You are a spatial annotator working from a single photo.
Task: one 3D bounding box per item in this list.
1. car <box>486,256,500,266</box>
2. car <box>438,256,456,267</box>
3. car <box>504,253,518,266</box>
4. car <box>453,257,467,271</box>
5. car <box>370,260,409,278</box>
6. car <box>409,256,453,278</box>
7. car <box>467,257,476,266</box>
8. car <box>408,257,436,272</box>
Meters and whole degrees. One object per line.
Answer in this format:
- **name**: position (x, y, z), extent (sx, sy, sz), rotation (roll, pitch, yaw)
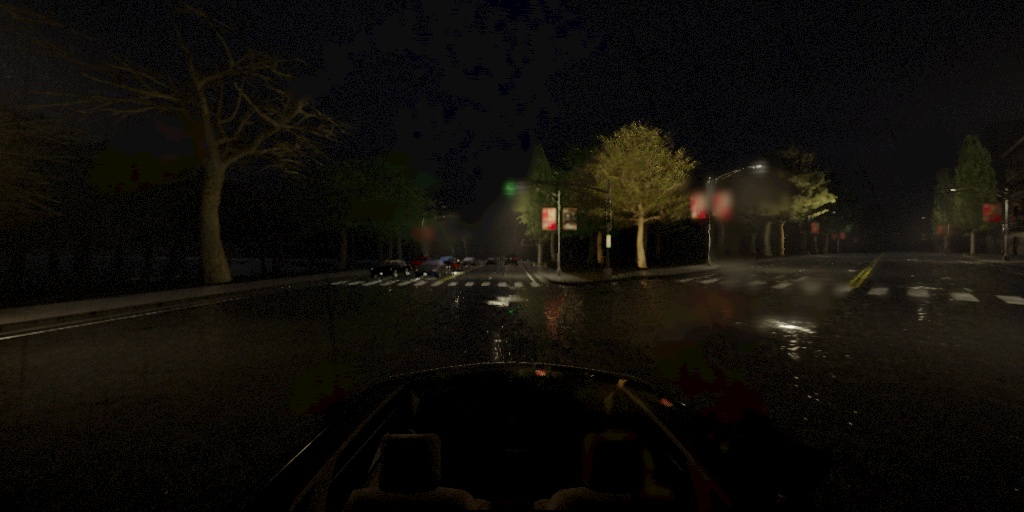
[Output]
- **car**: position (-3.425, 0.894, 60.798), extent (2.033, 1.411, 5.357), rotation (0, 0, 0)
- **car**: position (-9.927, 0.789, 55.016), extent (1.882, 1.535, 5.008), rotation (0, 0, 0)
- **car**: position (-0.173, 0.593, 60.837), extent (2.150, 2.045, 5.566), rotation (0, 0, 0)
- **car**: position (-6.660, 0.951, 40.489), extent (1.994, 1.385, 4.181), rotation (0, 0, 0)
- **car**: position (-9.873, 1.023, 29.352), extent (1.895, 1.301, 4.718), rotation (0, 0, 0)
- **car**: position (-6.620, 0.990, 30.104), extent (2.033, 1.411, 5.357), rotation (0, 0, 0)
- **car**: position (-6.668, 0.880, 56.454), extent (2.033, 1.411, 5.357), rotation (0, 0, 0)
- **car**: position (-9.907, 0.842, 39.949), extent (1.882, 1.535, 5.008), rotation (0, 0, 0)
